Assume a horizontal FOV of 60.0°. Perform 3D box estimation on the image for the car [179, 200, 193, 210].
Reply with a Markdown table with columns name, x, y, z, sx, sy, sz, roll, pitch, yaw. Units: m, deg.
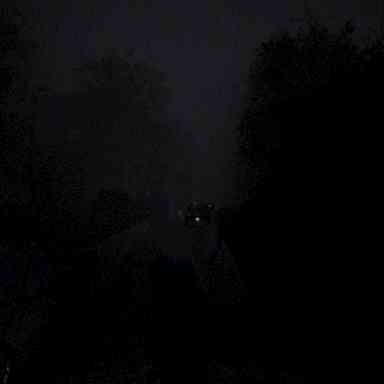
| name | x | y | z | sx | sy | sz | roll | pitch | yaw |
| --- | --- | --- | --- | --- | --- | --- | --- | --- | --- |
| car | -0.619 | 1.792 | 46.526 | 1.895 | 1.301 | 4.718 | 0 | -1 | 7 |

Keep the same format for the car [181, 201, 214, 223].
| name | x | y | z | sx | sy | sz | roll | pitch | yaw |
| --- | --- | --- | --- | --- | --- | --- | --- | --- | --- |
| car | 0.488 | 1.602 | 25.171 | 1.895 | 1.301 | 4.718 | 0 | 0 | 3 |

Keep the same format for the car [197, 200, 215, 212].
| name | x | y | z | sx | sy | sz | roll | pitch | yaw |
| --- | --- | --- | --- | --- | --- | --- | --- | --- | --- |
| car | 1.827 | 1.750 | 42.143 | 1.895 | 1.301 | 4.718 | 0 | -1 | 6 |

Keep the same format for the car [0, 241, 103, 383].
| name | x | y | z | sx | sy | sz | roll | pitch | yaw |
| --- | --- | --- | --- | --- | --- | --- | --- | --- | --- |
| car | -2.847 | 1.525 | 4.989 | 2.033 | 1.411 | 5.357 | 0 | 0 | 0 |
